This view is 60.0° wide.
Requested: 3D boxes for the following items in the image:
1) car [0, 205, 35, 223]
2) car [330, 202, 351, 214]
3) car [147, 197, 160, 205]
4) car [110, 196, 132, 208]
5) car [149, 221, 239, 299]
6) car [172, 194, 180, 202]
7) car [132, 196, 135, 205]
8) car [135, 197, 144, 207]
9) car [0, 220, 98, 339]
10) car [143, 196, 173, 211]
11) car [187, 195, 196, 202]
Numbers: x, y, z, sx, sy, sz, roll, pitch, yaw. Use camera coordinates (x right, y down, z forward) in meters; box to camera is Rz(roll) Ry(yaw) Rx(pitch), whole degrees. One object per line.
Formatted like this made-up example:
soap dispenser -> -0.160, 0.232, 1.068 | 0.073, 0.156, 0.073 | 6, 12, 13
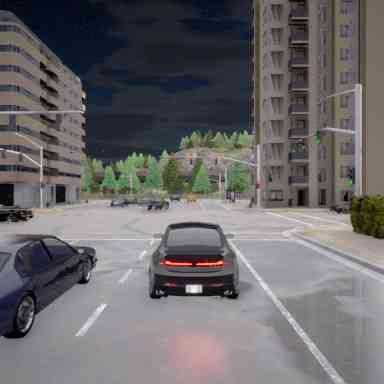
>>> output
car -> -14.090, 1.601, 24.141 | 4.718, 1.301, 1.895 | 0, 0, 0
car -> 17.285, 1.547, 34.580 | 5.357, 1.411, 2.033 | 0, 0, 0
car -> -7.174, 1.564, 61.895 | 1.994, 1.385, 4.181 | 0, 0, 0
car -> -10.681, 1.491, 49.016 | 2.128, 1.511, 4.902 | 0, 0, 0
car -> 0.049, 1.505, 8.445 | 1.837, 1.490, 4.892 | 0, 0, 0
car -> -3.627, 1.194, 72.903 | 2.097, 1.767, 4.553 | 0, 0, 0
car -> -10.675, 1.505, 58.290 | 1.837, 1.490, 4.892 | 0, 0, 0
car -> -7.183, 1.526, 51.982 | 1.812, 1.442, 4.674 | 0, 0, -1
car -> -3.461, 1.547, 6.516 | 2.033, 1.411, 5.357 | 0, 0, 0
car -> -4.070, 1.505, 40.522 | 1.837, 1.490, 4.892 | 2, 0, 8
car -> -0.125, 1.478, 73.854 | 1.882, 1.535, 5.008 | 0, 0, 0
